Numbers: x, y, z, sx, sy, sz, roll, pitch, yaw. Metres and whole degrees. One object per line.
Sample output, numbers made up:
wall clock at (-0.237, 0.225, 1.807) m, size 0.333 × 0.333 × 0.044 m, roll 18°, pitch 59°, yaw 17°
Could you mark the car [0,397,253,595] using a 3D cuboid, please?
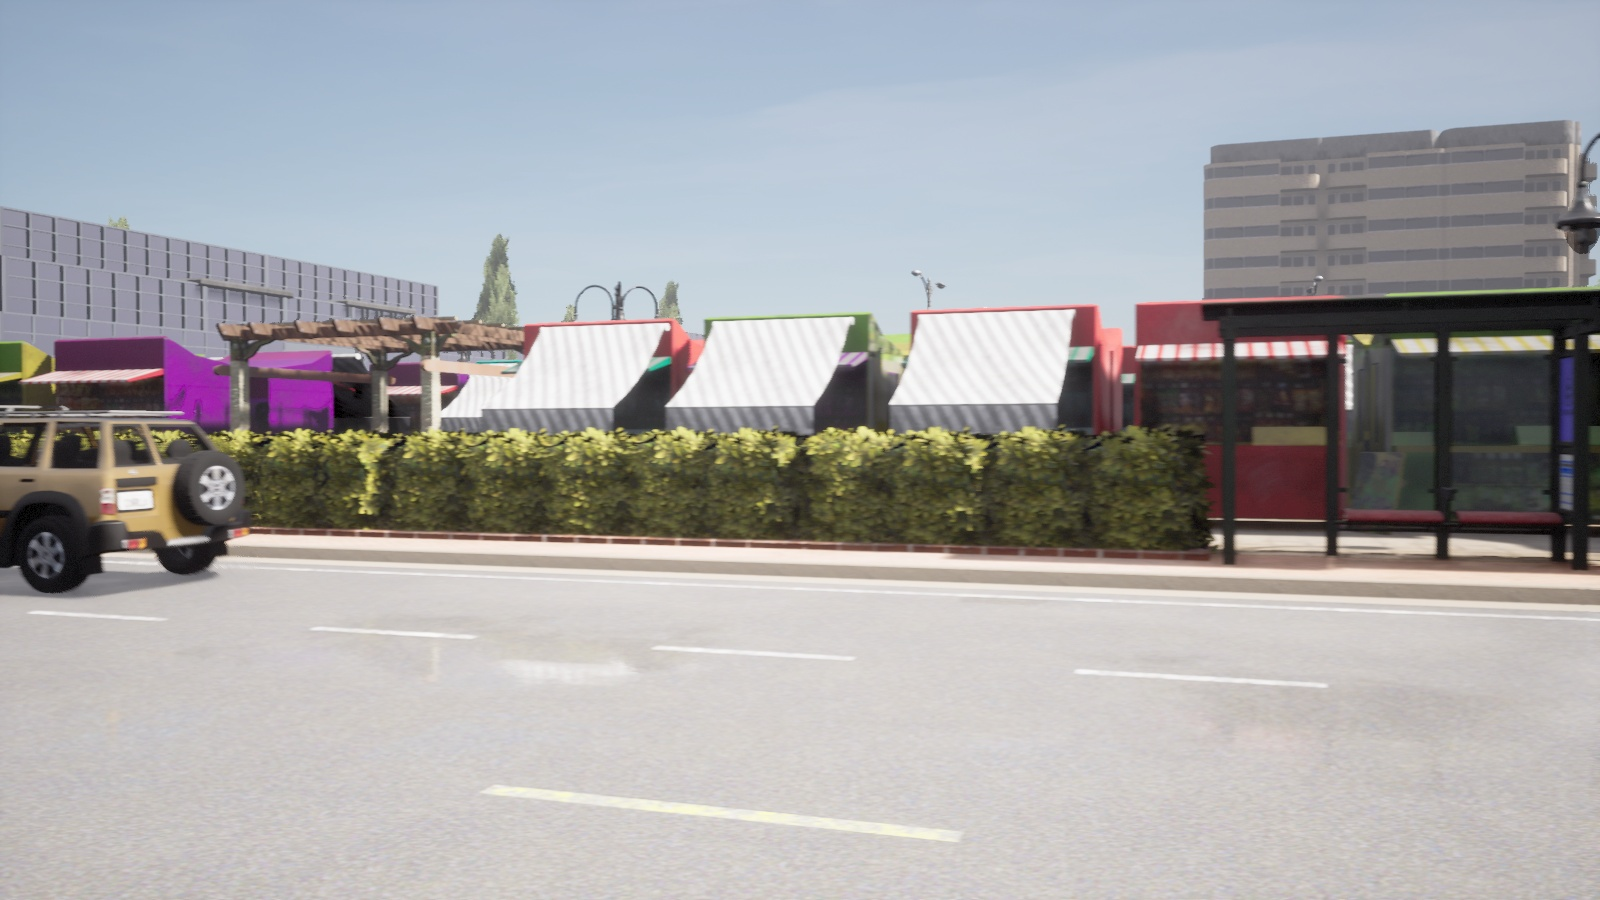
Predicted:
car at (-8.406, 0.397, 13.402) m, size 4.605 × 1.855 × 1.932 m, roll 1°, pitch 1°, yaw 19°
